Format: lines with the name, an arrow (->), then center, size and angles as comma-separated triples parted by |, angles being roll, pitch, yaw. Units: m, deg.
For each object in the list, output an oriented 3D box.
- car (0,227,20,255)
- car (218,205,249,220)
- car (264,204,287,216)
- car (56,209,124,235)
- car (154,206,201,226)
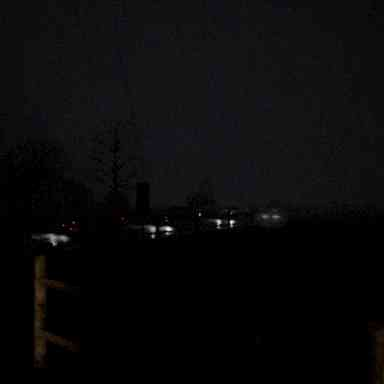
car -> -7.834, 1.640, 11.591 | 1.994, 1.385, 4.181 | 2, -1, 5
car -> 4.603, 2.149, 35.851 | 1.812, 1.442, 4.674 | 1, -1, 36
car -> 11.516, 2.377, 45.449 | 1.837, 1.490, 4.892 | 1, -1, 36
car -> -6.235, 1.791, 20.692 | 1.994, 1.385, 4.181 | 1, -1, 35
car -> -1.159, 1.918, 27.790 | 1.837, 1.490, 4.892 | 1, -1, 35
